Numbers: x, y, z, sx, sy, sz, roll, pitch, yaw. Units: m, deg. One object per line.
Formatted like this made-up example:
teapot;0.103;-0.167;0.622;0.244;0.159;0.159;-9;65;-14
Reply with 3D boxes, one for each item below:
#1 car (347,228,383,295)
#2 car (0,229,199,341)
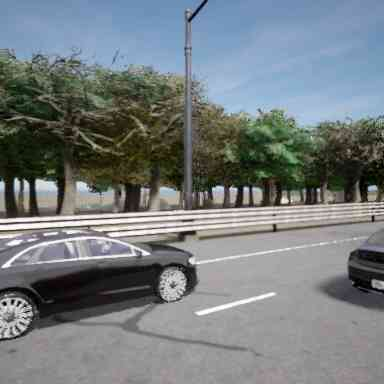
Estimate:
car;5.486;1.470;7.546;4.892;1.490;1.837;0;0;-35
car;-2.104;1.480;6.512;4.902;1.511;2.128;0;0;-35
